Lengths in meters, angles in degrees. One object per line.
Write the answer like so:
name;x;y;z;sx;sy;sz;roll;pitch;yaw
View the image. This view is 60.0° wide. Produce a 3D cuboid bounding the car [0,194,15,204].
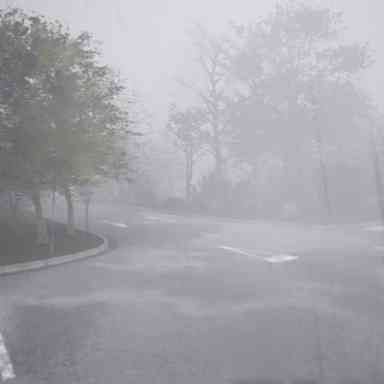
car;-25.690;0.594;43.144;4.553;1.767;2.097;0;2;-2
